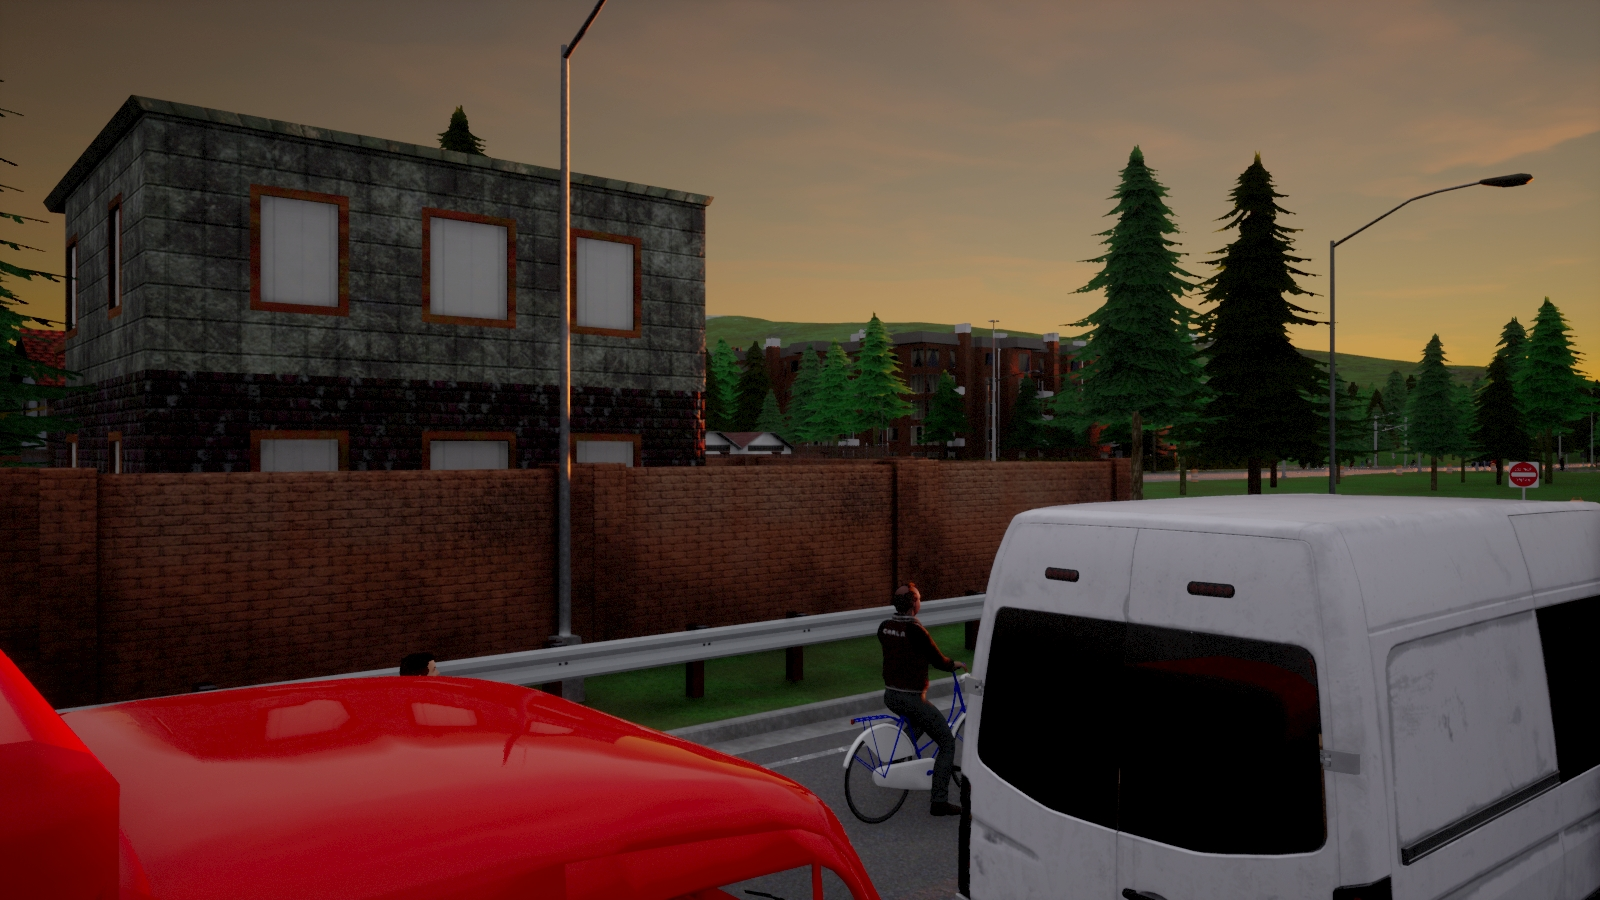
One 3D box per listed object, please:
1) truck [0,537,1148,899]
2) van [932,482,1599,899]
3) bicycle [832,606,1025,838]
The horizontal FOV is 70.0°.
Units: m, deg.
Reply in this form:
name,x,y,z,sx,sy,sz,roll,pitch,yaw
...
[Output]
name,x,y,z,sx,sy,sz,roll,pitch,yaw
truck,-2.109,1.568,1.686,5.204,2.467,2.627,0,0,-40
van,3.509,1.534,6.458,5.915,2.561,1.988,0,0,-40
bicycle,1.045,2.060,8.955,1.835,1.471,0.329,0,0,-40
